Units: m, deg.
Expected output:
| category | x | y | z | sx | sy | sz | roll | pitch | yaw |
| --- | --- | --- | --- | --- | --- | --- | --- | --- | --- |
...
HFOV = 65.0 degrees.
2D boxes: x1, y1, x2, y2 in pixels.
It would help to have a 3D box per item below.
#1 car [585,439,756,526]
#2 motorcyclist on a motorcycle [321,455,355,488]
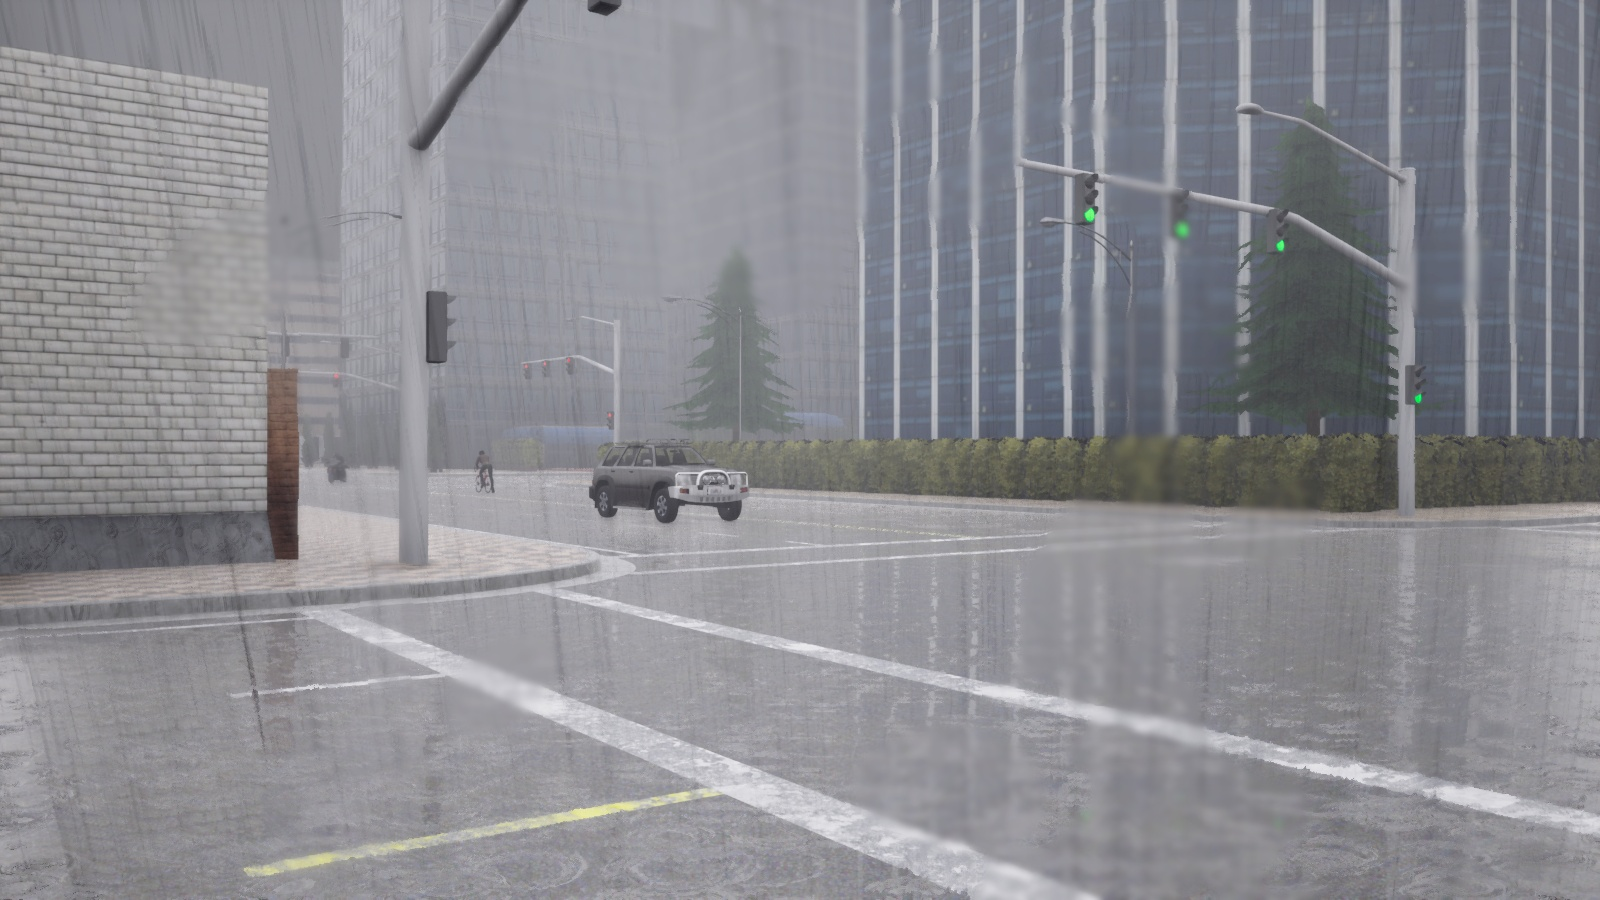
| category | x | y | z | sx | sy | sz | roll | pitch | yaw |
| --- | --- | --- | --- | --- | --- | --- | --- | --- | --- |
| car | -3.097 | 0.695 | 29.092 | 1.932 | 1.855 | 4.605 | 0 | 0 | -35 |
| motorcyclist on a motorcycle | -22.520 | 1.033 | 61.274 | 0.866 | 1.530 | 2.191 | 1 | 0 | -1 |
